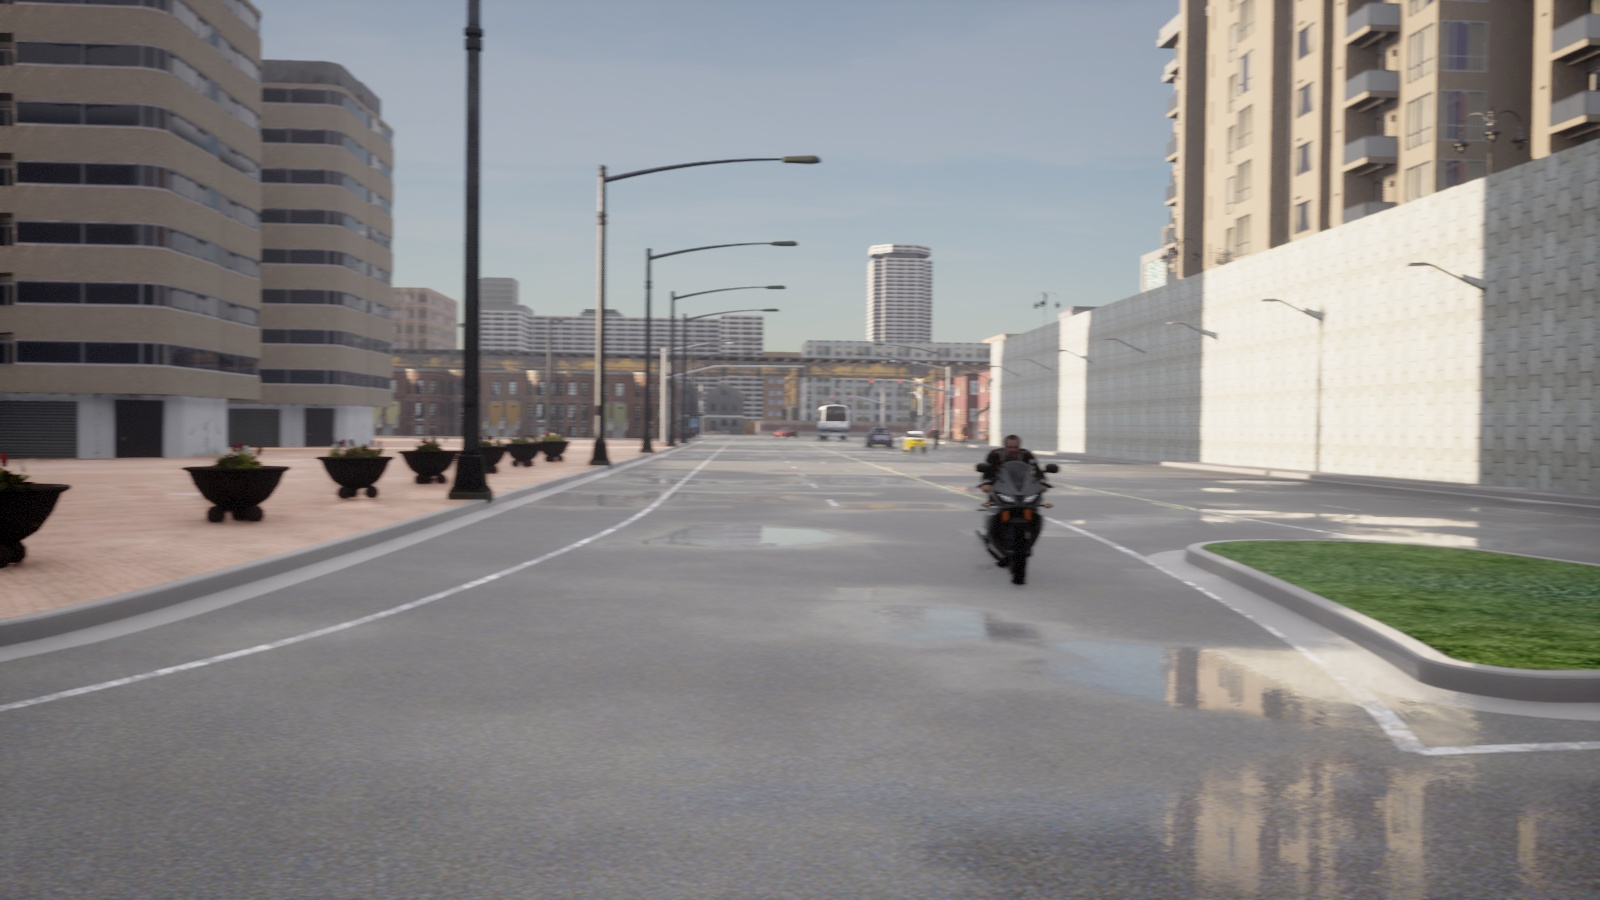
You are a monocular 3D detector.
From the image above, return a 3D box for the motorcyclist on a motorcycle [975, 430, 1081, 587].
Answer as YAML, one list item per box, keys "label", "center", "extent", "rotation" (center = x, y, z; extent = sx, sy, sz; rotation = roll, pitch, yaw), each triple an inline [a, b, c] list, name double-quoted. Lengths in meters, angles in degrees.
- label: "motorcyclist on a motorcycle"
  center: [2.393, 0.561, 13.451]
  extent: [0.866, 1.530, 2.191]
  rotation: [-1, 1, 4]

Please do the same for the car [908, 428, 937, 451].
- label: "car"
  center: [7.641, -0.666, 78.565]
  extent: [1.481, 1.376, 2.207]
  rotation: [-1, 1, -2]
